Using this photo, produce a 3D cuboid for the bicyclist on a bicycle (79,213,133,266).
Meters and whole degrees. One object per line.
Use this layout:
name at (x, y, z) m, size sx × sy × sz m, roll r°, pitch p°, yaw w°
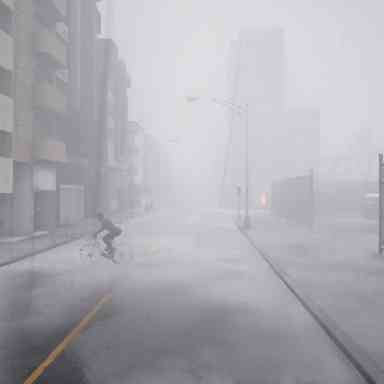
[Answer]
bicyclist on a bicycle at (-2.624, 1.453, 10.123) m, size 1.656 × 1.620 × 0.582 m, roll -1°, pitch 0°, yaw 2°
